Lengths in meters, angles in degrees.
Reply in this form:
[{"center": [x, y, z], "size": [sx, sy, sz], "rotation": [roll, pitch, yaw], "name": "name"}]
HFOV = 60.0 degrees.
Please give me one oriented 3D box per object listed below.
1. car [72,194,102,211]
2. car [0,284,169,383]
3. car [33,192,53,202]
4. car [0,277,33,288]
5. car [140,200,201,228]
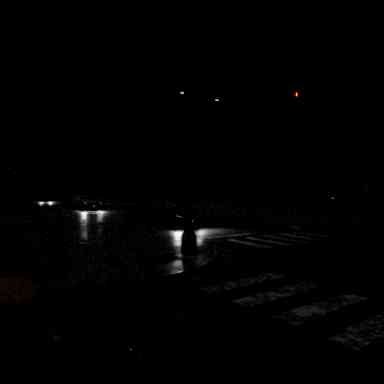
[{"center": [-10.253, 0.948, 32.155], "size": [1.812, 1.442, 4.674], "rotation": [0, 1, -36], "name": "car"}, {"center": [-2.468, 1.547, 1.189], "size": [5.357, 1.411, 2.033], "rotation": [0, 0, -29], "name": "car"}, {"center": [-21.635, 0.669, 48.239], "size": [1.994, 1.385, 4.181], "rotation": [0, 1, -36], "name": "car"}, {"center": [-4.222, 1.525, 3.650], "size": [4.829, 1.417, 1.752], "rotation": [0, 0, -35], "name": "car"}, {"center": [-1.406, 1.227, 19.769], "size": [1.812, 1.442, 4.674], "rotation": [0, 1, -37], "name": "car"}]
